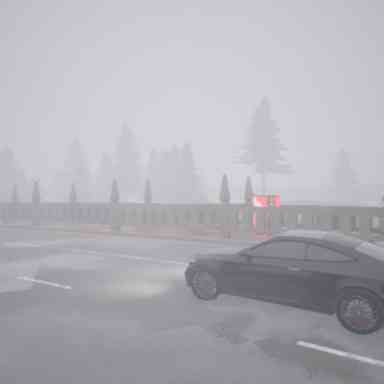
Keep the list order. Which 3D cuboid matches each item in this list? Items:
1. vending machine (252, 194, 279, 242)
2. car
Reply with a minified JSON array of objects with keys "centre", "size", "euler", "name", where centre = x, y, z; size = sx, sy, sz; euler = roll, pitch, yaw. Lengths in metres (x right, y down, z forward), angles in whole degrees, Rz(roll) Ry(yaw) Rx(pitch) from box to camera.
[{"centre":[3.381,1.135,15.244],"size":[0.880,2.100,1.100],"euler":[0,0,32],"name":"vending machine"},{"centre":[2.024,1.497,6.607],"size":[4.674,1.442,1.812],"euler":[0,0,35],"name":"car"}]
